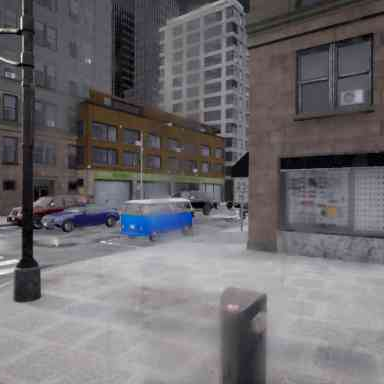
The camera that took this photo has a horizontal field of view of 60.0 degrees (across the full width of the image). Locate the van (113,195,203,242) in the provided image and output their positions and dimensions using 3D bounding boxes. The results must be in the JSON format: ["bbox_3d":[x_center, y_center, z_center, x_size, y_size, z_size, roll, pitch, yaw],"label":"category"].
[{"bbox_3d":[-1.439,1.208,15.451,1.690,1.788,3.998,1,1,35],"label":"van"}]

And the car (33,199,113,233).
[{"bbox_3d":[-6.177,1.351,18.926,1.812,1.442,4.674,0,1,35],"label":"car"}]

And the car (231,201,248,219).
[{"bbox_3d":[5.036,1.280,24.614,2.008,1.369,4.403,1,1,35],"label":"car"}]

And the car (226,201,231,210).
[{"bbox_3d":[5.458,1.178,35.369,1.895,1.301,4.718,1,1,36],"label":"car"}]

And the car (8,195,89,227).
[{"bbox_3d":[-8.399,1.123,20.372,2.192,1.841,5.009,1,1,35],"label":"car"}]

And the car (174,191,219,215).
[{"bbox_3d":[-0.405,0.924,27.082,2.150,2.045,5.566,0,1,35],"label":"car"}]
